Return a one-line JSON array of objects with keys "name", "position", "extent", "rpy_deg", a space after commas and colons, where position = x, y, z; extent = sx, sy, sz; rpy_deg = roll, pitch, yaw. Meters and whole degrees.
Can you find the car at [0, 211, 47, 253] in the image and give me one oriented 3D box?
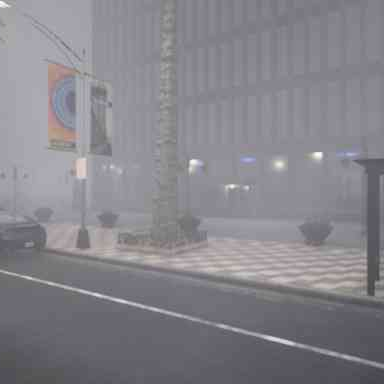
[{"name": "car", "position": [-7.388, 1.465, 12.299], "extent": [4.892, 1.521, 2.231], "rpy_deg": [0, 0, 33]}]
